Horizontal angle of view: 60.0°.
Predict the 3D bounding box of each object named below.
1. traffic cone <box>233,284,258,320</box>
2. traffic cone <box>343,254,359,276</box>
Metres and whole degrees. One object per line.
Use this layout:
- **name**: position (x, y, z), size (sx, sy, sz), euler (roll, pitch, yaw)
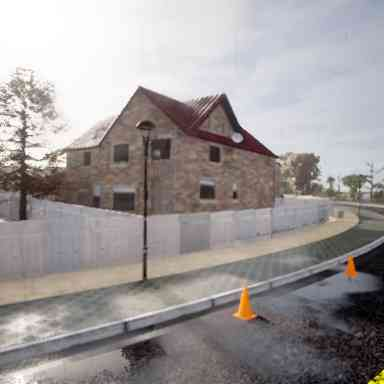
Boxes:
- **traffic cone**: position (0.995, 2.014, 6.200), size (0.340, 0.580, 0.340), euler (1, -1, -41)
- **traffic cone**: position (4.522, 2.050, 9.464), size (0.340, 0.580, 0.340), euler (0, 0, -45)
